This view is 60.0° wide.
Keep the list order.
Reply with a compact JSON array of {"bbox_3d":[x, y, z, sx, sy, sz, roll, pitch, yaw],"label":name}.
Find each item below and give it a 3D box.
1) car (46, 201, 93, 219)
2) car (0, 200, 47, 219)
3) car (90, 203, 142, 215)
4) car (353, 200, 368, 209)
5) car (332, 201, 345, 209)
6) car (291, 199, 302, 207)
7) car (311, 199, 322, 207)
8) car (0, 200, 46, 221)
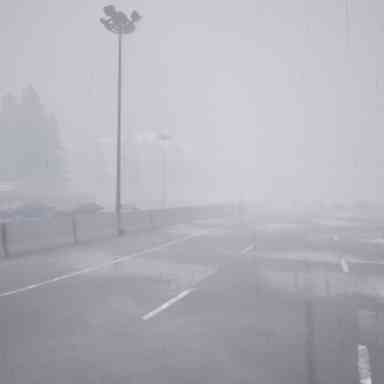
[{"bbox_3d":[-9.229,1.540,27.545,1.882,1.535,5.008,0,0,22],"label":"car"},{"bbox_3d":[-15.731,1.520,30.140,1.837,1.490,4.892,0,-1,22],"label":"car"},{"bbox_3d":[-5.724,1.694,26.886,1.895,1.301,4.718,0,0,22],"label":"car"},{"bbox_3d":[28.149,2.090,55.593,1.837,1.490,4.892,0,0,21],"label":"car"},{"bbox_3d":[23.912,2.138,54.387,1.895,1.301,4.718,0,0,21],"label":"car"},{"bbox_3d":[20.240,2.061,64.189,1.837,1.490,4.892,0,0,21],"label":"car"},{"bbox_3d":[24.196,2.075,64.700,1.882,1.535,5.008,0,0,21],"label":"car"},{"bbox_3d":[-13.314,1.496,26.744,1.882,1.535,5.008,0,-1,22],"label":"car"}]
